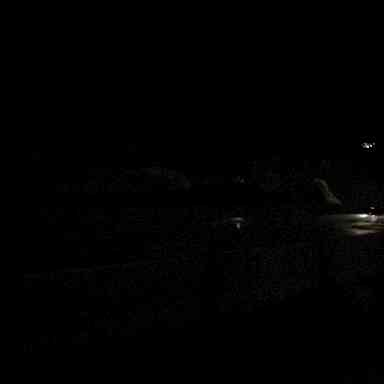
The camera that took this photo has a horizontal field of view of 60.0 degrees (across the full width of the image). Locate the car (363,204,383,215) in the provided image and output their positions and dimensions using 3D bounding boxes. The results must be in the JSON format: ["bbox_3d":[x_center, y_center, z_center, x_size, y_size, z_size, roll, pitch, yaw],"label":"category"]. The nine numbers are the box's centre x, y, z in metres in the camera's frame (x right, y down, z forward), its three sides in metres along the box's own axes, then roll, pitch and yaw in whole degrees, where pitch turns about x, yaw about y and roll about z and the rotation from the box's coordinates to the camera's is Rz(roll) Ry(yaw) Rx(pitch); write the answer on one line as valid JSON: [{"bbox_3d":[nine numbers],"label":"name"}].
[{"bbox_3d":[23.581,2.237,42.190,4.181,1.385,1.994,2,-1,-35],"label":"car"}]
